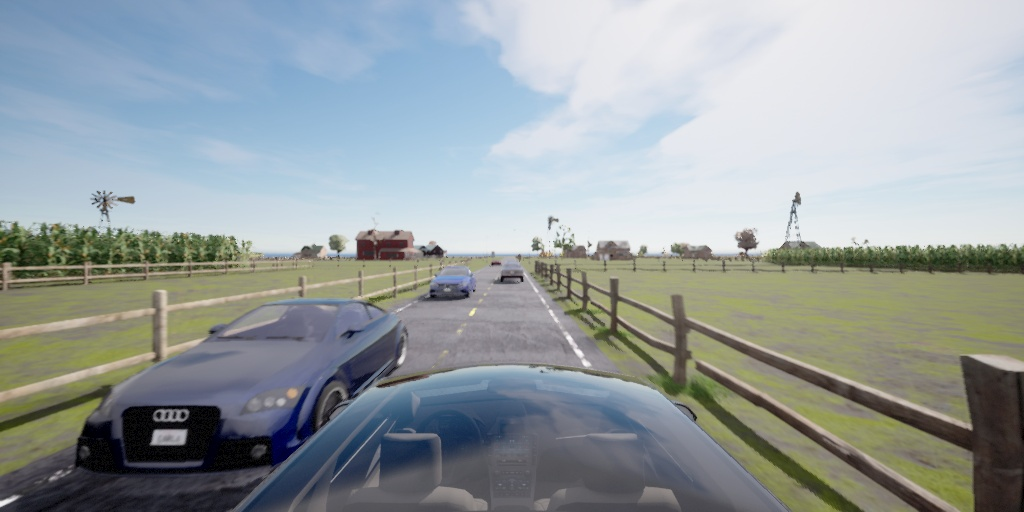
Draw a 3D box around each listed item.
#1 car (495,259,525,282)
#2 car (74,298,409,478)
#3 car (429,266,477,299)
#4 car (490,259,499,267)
[{"bbox_3d":[0.023,1.233,28.535,2.033,1.411,5.357,0,0,0],"label":"car"},{"bbox_3d":[-2.859,1.306,4.949,1.994,1.385,4.181,0,0,-1],"label":"car"},{"bbox_3d":[-2.834,1.237,18.090,1.812,1.442,4.674,0,0,0],"label":"car"},{"bbox_3d":[-2.760,1.197,63.520,1.895,1.301,4.718,0,0,0],"label":"car"}]
